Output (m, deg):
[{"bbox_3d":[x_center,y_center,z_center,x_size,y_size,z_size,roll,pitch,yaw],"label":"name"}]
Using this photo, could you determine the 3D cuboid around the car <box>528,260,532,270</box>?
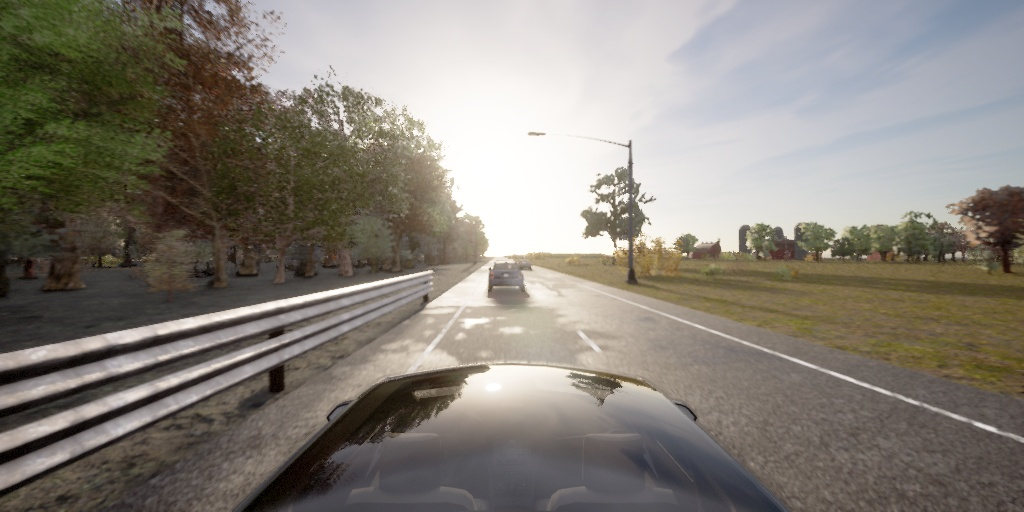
[{"bbox_3d":[1.864,1.276,53.130,2.033,1.411,5.357,0,0,-2],"label":"car"}]

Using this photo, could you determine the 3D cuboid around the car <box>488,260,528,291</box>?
[{"bbox_3d":[-0.389,1.105,22.157,2.097,1.767,4.553,0,0,-2],"label":"car"}]
